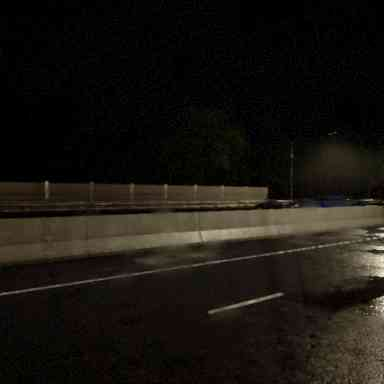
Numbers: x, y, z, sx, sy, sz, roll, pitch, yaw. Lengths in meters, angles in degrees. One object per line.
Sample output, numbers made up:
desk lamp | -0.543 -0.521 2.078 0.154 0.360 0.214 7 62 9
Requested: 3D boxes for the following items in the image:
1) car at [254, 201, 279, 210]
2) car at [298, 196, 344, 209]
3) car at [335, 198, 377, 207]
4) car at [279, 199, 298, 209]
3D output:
car | 9.656 1.779 40.937 4.181 1.385 1.994 0 0 -35
car | 14.349 1.442 35.694 5.566 2.045 2.150 0 0 -35
car | 16.773 1.701 33.123 5.008 1.535 1.882 0 0 -35
car | 12.786 1.578 38.872 4.553 1.767 2.097 1 0 -35
